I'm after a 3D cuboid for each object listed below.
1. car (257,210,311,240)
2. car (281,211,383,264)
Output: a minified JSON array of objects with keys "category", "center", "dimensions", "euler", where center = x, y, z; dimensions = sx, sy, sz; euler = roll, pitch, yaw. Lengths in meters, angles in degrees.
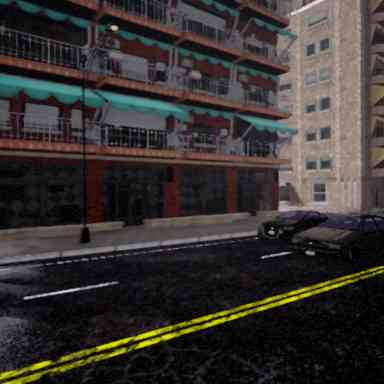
[{"category":"car","center":[4.984,1.532,15.418],"dimensions":[4.181,1.385,1.994],"euler":[0,0,-37]},{"category":"car","center":[5.847,1.517,12.000],"dimensions":[5.357,1.411,2.033],"euler":[0,0,-37]}]
